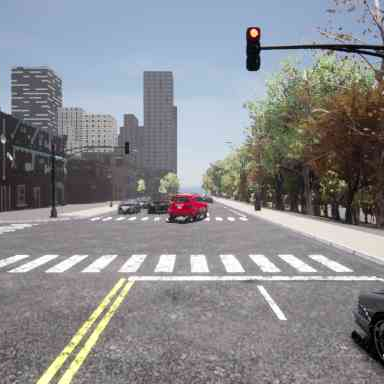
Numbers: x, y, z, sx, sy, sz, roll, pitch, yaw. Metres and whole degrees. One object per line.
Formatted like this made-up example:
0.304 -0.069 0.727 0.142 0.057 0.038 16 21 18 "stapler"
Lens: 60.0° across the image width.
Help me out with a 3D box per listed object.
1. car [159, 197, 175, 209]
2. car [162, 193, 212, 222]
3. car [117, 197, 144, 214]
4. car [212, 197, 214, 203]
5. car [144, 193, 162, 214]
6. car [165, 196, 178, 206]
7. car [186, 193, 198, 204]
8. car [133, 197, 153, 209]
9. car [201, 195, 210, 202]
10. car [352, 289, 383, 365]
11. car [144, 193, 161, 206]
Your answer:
-3.425 1.462 45.898 1.882 1.535 5.008 0 0 0 "car"
-0.231 1.213 26.872 2.150 2.045 5.566 1 0 15 "car"
-6.661 1.480 35.573 2.128 1.511 4.902 0 0 0 "car"
3.223 1.539 65.880 1.994 1.385 4.181 0 0 0 "car"
-3.421 1.210 35.900 2.150 2.045 5.566 0 0 1 "car"
-3.444 1.485 55.776 1.837 1.490 4.892 0 0 0 "car"
-0.027 1.197 65.386 2.150 2.045 5.566 0 0 0 "car"
-6.675 1.476 45.974 2.128 1.511 4.902 0 0 0 "car"
3.103 1.447 75.908 1.882 1.535 5.008 0 0 0 "car"
3.345 1.547 2.563 2.033 1.411 5.357 0 0 0 "car"
-6.694 1.201 56.663 2.150 2.045 5.566 0 0 1 "car"
